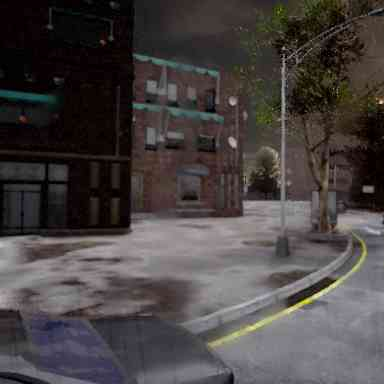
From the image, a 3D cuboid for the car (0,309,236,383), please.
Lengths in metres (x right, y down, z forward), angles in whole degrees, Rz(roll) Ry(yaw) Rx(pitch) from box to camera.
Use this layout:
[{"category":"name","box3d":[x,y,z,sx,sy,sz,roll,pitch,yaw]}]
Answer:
[{"category":"car","box3d":[-2.161,1.565,1.796,5.357,1.411,2.033,1,-1,-31]}]

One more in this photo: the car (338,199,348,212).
[{"category":"car","box3d":[16.058,1.518,38.530,2.128,1.511,4.902,1,1,-6]}]

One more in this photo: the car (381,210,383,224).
[{"category":"car","box3d":[14.973,1.720,23.614,1.837,1.490,4.892,0,1,15]}]
